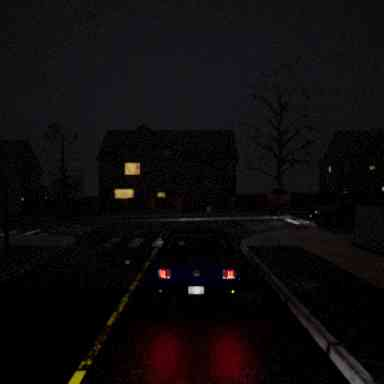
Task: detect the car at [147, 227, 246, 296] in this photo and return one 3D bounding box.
[{"bbox_3d":[0.151,1.547,8.468,1.895,1.301,4.718,0,0,2],"label":"car"}]

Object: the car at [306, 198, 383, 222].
[{"bbox_3d":[10.382,1.099,21.701,5.357,1.411,2.033,-1,1,0],"label":"car"}]
